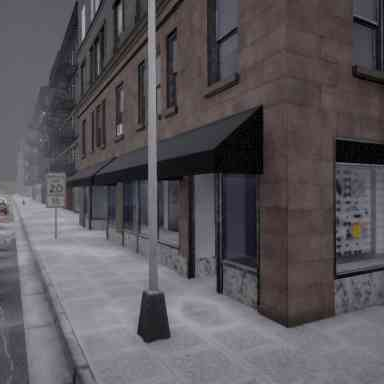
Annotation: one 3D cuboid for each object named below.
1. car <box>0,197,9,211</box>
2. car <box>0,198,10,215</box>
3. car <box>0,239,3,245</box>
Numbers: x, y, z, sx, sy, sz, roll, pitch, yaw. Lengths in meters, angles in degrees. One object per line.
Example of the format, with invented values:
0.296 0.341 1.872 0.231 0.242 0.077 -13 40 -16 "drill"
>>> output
-24.409 1.468 42.406 1.882 1.535 5.008 0 0 -28 "car"
-19.388 1.488 33.265 2.128 1.511 4.902 0 0 -28 "car"
-5.137 1.507 6.961 1.837 1.490 4.892 0 0 -29 "car"
